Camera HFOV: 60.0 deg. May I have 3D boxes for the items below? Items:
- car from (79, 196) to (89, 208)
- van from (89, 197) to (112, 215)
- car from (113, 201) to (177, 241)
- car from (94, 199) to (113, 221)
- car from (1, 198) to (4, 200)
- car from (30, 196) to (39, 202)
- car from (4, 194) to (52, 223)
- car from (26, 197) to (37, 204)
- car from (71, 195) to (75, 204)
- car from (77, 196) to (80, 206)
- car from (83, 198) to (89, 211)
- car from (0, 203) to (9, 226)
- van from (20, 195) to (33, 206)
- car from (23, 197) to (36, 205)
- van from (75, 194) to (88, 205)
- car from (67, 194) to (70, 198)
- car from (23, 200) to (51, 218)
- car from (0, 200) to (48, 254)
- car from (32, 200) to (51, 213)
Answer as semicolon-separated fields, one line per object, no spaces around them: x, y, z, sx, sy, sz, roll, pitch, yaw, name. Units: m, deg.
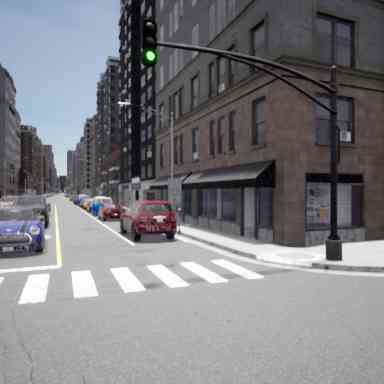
-13.209;1.568;43.232;1.752;1.417;4.829;0;0;-22;car
-8.820;1.380;32.621;1.690;1.788;3.998;0;0;-22;van
-2.333;1.346;16.940;2.192;1.841;5.009;0;0;-22;car
-6.658;1.582;27.393;1.887;1.381;4.507;0;0;-22;car
-16.642;1.562;29.226;1.752;1.417;4.829;0;0;-22;car
-36.159;1.653;76.409;1.802;1.307;4.206;0;0;-22;car
-10.784;1.255;22.269;2.150;2.045;5.566;0;0;-22;car
-31.837;1.628;65.962;1.802;1.307;4.206;0;0;-22;car
-19.629;1.360;58.757;2.192;1.841;5.009;0;0;-22;car
-15.306;1.626;48.303;1.802;1.307;4.206;0;0;-22;car
-10.982;1.623;37.848;1.802;1.307;4.206;0;0;-22;car
-14.480;1.559;24.000;1.752;1.417;4.829;0;0;-22;car
-27.513;1.383;55.512;1.690;1.788;3.998;0;0;-22;van
-29.675;1.587;60.737;1.887;1.381;4.507;0;0;-22;car
-17.467;1.386;53.529;1.690;1.788;3.998;0;0;-22;van
-28.278;1.514;79.660;1.967;1.590;4.097;0;0;-22;car
-14.511;1.529;31.412;2.128;1.511;4.902;0;0;-22;car
-7.129;1.380;13.446;2.097;1.767;4.553;0;0;-22;car
-17.834;1.642;39.580;1.895;1.301;4.718;0;0;-22;car
